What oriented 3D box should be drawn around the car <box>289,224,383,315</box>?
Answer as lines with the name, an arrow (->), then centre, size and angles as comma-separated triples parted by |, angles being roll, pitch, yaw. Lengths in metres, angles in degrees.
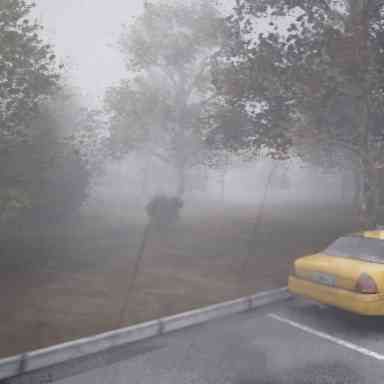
car -> 4.425, 1.482, 7.205 | 5.366, 1.575, 1.946 | 0, 0, -33
